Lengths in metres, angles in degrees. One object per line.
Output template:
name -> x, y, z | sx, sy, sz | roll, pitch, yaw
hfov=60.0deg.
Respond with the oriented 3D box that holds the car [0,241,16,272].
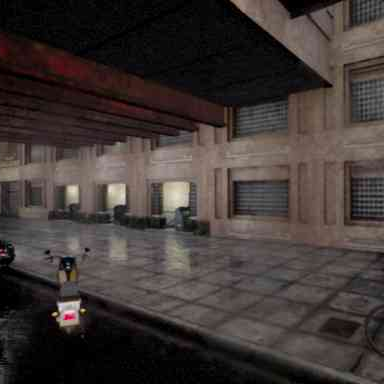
car -> -7.045, 1.621, 9.576 | 4.718, 1.301, 1.895 | 0, 0, 39
